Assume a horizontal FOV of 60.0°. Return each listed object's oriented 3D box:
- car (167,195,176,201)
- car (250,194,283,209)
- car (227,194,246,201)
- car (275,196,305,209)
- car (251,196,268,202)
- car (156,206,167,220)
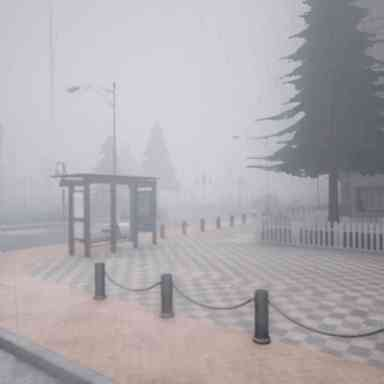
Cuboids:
[{"bbox_3d":[-5.071,1.852,94.918,4.514,1.523,2.007,-1,0,35],"label":"car"},{"bbox_3d":[10.754,1.376,48.041,2.150,2.045,5.566,-1,-1,36],"label":"car"},{"bbox_3d":[11.878,1.735,86.666,3.806,1.475,1.970,-1,0,35],"label":"car"},{"bbox_3d":[13.565,1.644,45.796,1.812,1.442,4.674,-1,0,35],"label":"car"},{"bbox_3d":[16.237,1.660,79.962,3.633,1.501,1.845,-1,0,35],"label":"car"},{"bbox_3d":[-3.908,1.713,27.309,1.994,1.385,4.181,-1,0,35],"label":"car"}]
